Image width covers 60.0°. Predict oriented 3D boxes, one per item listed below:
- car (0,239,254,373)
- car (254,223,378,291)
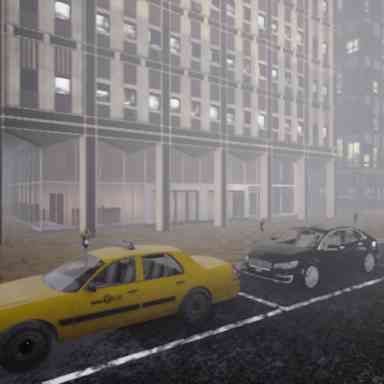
[{"bbox_3d":[-1.347,1.527,5.601,4.829,1.417,1.752,0,0,-35],"label":"car"},{"bbox_3d":[3.311,1.556,8.923,4.403,1.369,2.008,0,0,-35],"label":"car"}]
